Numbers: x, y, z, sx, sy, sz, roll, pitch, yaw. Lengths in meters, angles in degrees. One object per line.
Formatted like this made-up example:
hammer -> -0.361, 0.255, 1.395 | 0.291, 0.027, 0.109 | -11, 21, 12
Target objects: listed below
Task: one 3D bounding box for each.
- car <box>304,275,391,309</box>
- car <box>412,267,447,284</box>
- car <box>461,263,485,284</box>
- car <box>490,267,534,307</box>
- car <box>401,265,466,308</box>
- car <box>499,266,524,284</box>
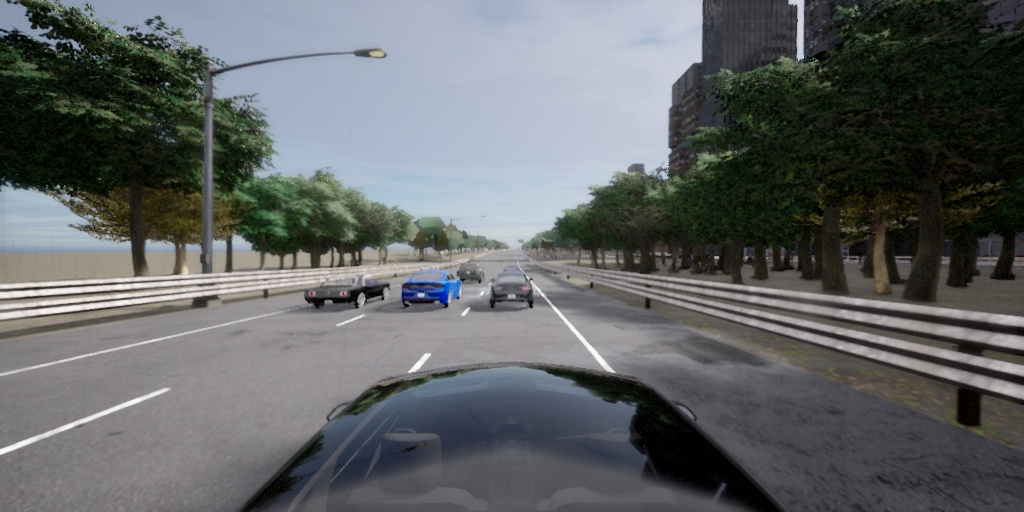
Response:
car -> -7.009, 1.496, 15.940 | 1.895, 1.301, 4.718 | 0, -1, 0
car -> -7.020, 1.634, 30.945 | 1.895, 1.301, 4.718 | 0, 0, 0
car -> -3.520, 1.383, 30.910 | 2.097, 1.767, 4.553 | 0, -1, 0
car -> -0.005, 1.424, 16.227 | 1.812, 1.442, 4.674 | 0, 0, 0
car -> -3.505, 1.377, 16.311 | 1.882, 1.535, 5.008 | 0, 0, 0
car -> -0.018, 1.599, 31.124 | 1.994, 1.385, 4.181 | 0, 0, 0
